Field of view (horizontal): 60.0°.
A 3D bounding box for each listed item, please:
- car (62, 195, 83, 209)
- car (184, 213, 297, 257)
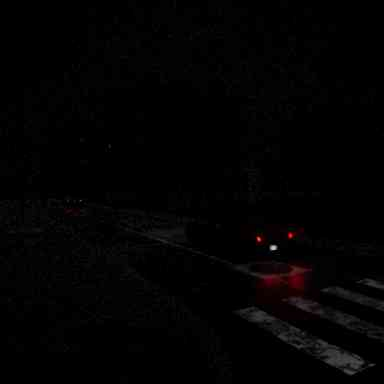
[{"bbox_3d":[-16.125,1.225,44.695,2.097,1.767,4.553,-2,1,-28],"label":"car"},{"bbox_3d":[1.506,1.453,12.444,1.895,1.301,4.718,-2,1,-28],"label":"car"}]
